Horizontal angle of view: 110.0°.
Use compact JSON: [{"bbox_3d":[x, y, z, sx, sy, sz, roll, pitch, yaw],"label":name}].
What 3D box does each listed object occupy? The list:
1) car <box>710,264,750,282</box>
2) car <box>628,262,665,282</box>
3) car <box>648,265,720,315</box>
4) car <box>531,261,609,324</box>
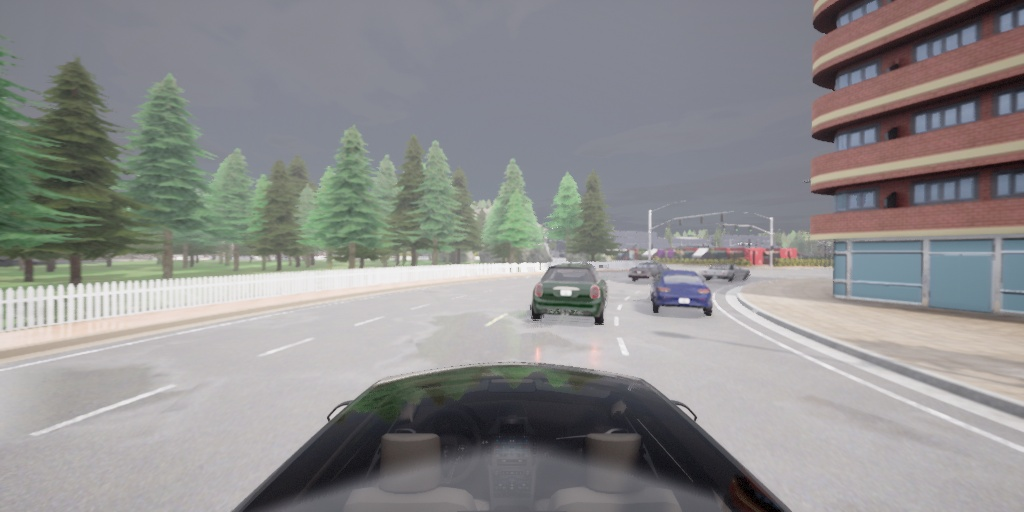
[{"bbox_3d":[16.480,1.269,27.509,4.718,1.301,1.895,0,1,-40],"label":"car"},{"bbox_3d":[10.574,1.180,26.834,2.033,1.411,5.357,1,1,43],"label":"car"},{"bbox_3d":[6.183,1.230,13.396,1.812,1.442,4.674,0,0,20],"label":"car"},{"bbox_3d":[2.094,1.037,12.014,2.097,1.767,4.553,1,0,16],"label":"car"}]
